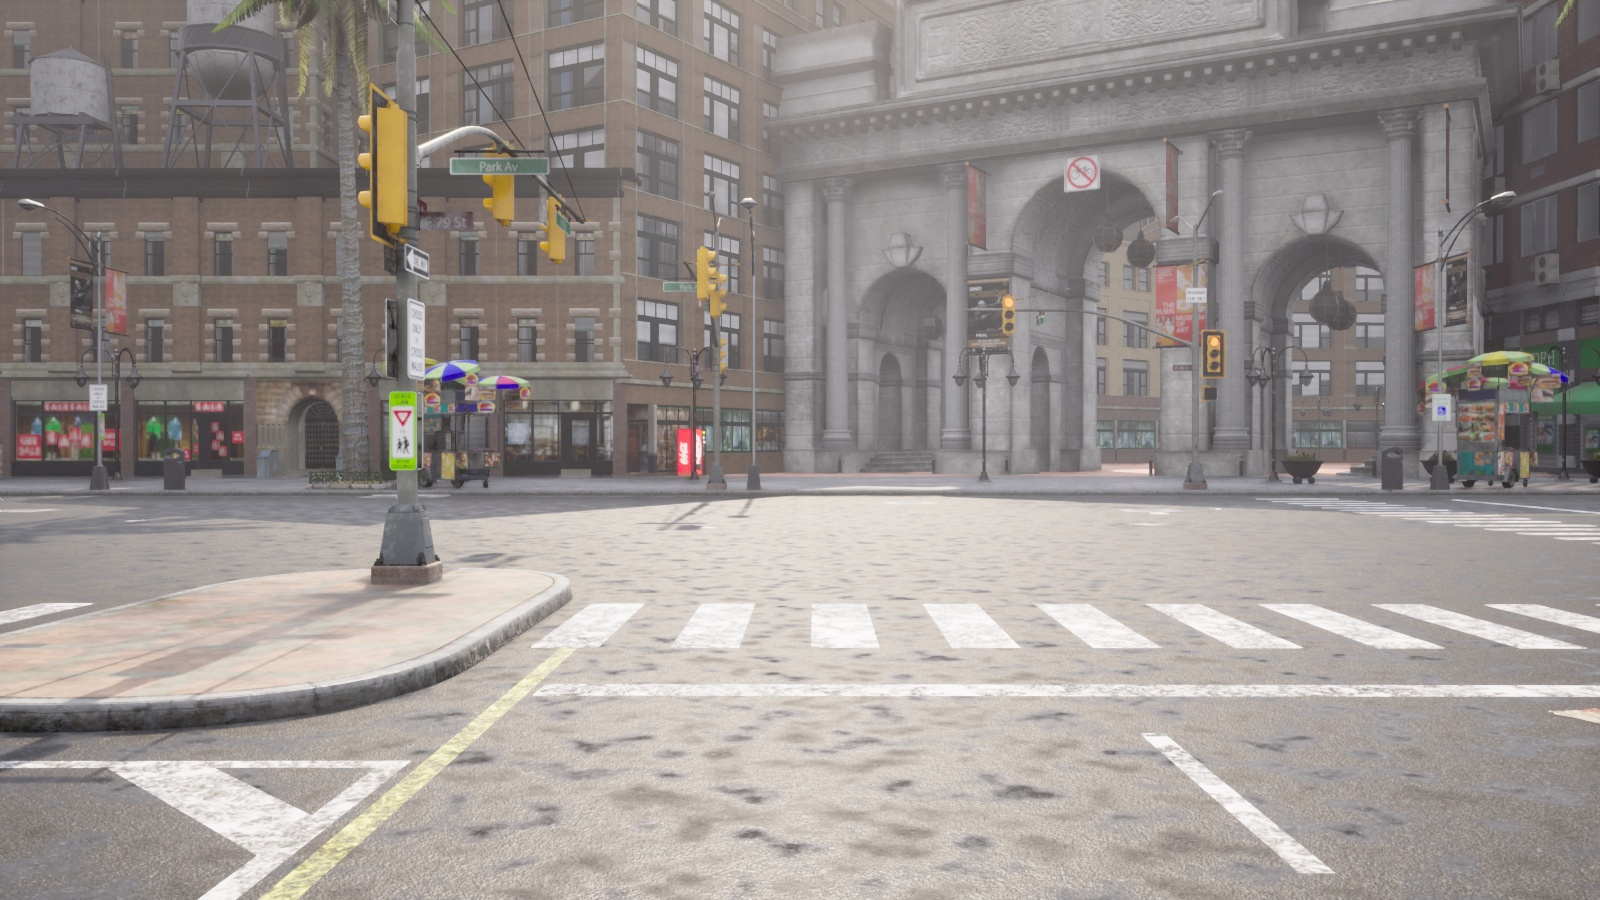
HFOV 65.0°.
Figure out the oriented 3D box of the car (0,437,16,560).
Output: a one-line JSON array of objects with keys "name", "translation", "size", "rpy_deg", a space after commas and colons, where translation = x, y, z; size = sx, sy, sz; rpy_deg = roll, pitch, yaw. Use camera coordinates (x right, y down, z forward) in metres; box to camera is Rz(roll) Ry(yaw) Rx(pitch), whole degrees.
[{"name": "car", "translation": [-11.219, 0.607, 13.723], "size": [2.007, 1.525, 4.514], "rpy_deg": [0, 0, 10]}]
